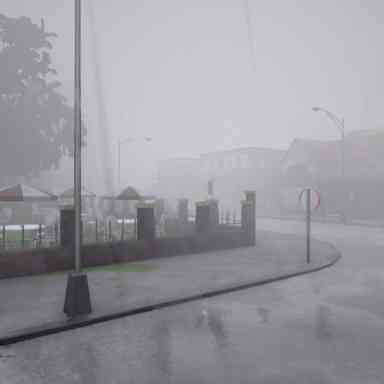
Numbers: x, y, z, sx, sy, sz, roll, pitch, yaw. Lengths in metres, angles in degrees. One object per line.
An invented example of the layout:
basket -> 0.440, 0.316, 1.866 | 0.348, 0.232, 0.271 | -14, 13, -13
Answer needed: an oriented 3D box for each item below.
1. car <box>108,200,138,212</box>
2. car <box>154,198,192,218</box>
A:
car -> -8.169, 1.222, 38.949 | 2.150, 2.045, 5.566 | 0, 0, -35
car -> -1.965, 1.352, 30.252 | 2.097, 1.767, 4.553 | 0, 0, -36
